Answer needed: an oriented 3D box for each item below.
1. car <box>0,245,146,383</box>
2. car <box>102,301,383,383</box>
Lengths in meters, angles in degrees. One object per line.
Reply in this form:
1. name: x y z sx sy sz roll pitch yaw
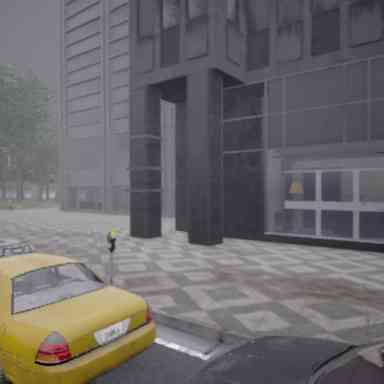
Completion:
1. car: -2.732 1.476 4.967 4.829 1.417 1.752 0 1 36
2. car: 1.808 1.516 1.675 4.403 1.369 2.008 0 1 36
